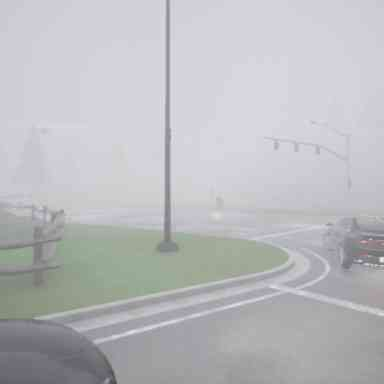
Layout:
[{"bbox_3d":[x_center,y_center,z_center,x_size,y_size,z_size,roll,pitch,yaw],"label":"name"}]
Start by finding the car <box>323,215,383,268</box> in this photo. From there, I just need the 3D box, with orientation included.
[{"bbox_3d":[5.704,1.521,11.057,1.837,1.490,4.892,3,1,14],"label":"car"}]

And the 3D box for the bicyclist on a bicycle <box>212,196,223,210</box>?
[{"bbox_3d":[3.151,1.332,40.582,0.582,1.620,1.656,0,0,34],"label":"bicyclist on a bicycle"}]

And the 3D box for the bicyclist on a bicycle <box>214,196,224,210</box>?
[{"bbox_3d":[3.520,1.333,40.332,0.582,1.620,1.656,0,0,34],"label":"bicyclist on a bicycle"}]

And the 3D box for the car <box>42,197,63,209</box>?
[{"bbox_3d":[-20.388,1.486,45.991,5.008,1.535,1.882,0,0,11],"label":"car"}]

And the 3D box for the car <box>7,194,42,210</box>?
[{"bbox_3d":[-22.903,1.224,42.875,5.566,2.045,2.150,0,-1,7],"label":"car"}]

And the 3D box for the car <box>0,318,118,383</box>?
[{"bbox_3d":[-2.811,1.490,1.748,4.902,1.511,2.128,0,0,-35],"label":"car"}]

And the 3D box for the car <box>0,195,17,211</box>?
[{"bbox_3d":[-23.970,1.478,39.399,5.008,1.535,1.882,0,-1,8],"label":"car"}]
